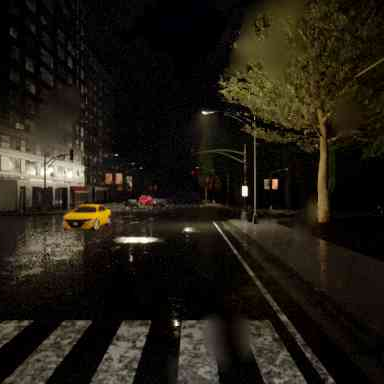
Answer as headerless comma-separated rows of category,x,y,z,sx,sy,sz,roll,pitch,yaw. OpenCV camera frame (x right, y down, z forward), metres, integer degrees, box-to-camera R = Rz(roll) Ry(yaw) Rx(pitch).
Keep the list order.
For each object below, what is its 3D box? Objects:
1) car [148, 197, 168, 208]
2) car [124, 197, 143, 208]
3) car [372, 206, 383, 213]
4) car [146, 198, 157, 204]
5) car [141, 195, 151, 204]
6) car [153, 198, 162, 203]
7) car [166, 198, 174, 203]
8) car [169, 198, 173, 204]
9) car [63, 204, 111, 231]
car,-5.758,1.876,55.852,2.033,1.411,5.357,0,-1,-11
car,-9.707,1.878,54.419,1.994,1.385,4.181,0,-1,0
car,41.785,3.912,74.357,4.892,1.490,1.837,4,-3,-45
car,-9.563,2.158,79.040,2.128,1.511,4.902,0,-1,0
car,-9.588,1.709,68.821,2.150,2.045,5.566,0,-1,0
car,-9.532,2.364,91.698,2.033,1.411,5.357,0,-1,0
car,-6.278,2.327,93.357,1.882,1.535,5.008,0,-1,0
car,-6.310,2.190,80.137,2.033,1.411,5.357,0,-1,0
car,-6.552,1.540,21.210,1.882,1.535,5.008,0,0,0
